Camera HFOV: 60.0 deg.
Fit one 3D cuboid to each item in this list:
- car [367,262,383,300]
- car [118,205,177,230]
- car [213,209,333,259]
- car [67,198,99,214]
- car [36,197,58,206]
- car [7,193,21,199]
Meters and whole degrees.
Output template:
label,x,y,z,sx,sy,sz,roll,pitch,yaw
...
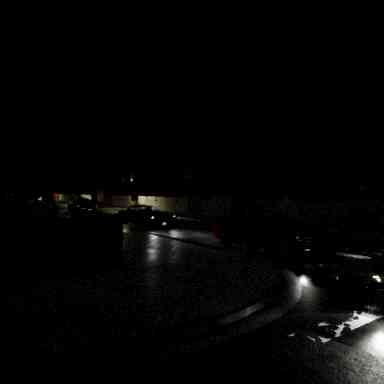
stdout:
label,x,y,z,sx,sy,sz,roll,pitch,yaw
car,5.976,1.540,7.212,5.357,1.411,2.033,0,0,-36
car,-2.871,1.509,20.886,1.895,1.301,4.718,0,0,-36
car,2.883,1.436,12.854,1.882,1.535,5.008,0,0,-36
car,-10.352,1.350,31.371,1.837,1.490,4.892,0,0,-36
car,-19.361,1.321,44.108,2.033,1.411,5.357,0,0,-36
car,-44.572,1.113,84.157,2.033,1.411,5.357,0,0,-36
